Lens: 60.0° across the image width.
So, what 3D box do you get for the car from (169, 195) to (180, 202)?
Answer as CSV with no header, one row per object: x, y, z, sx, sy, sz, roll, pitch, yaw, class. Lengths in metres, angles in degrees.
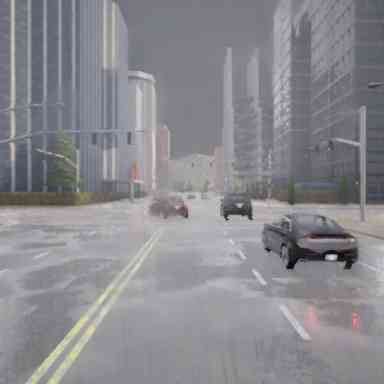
-3.530,1.301,68.445,1.994,1.385,4.181,0,0,0,car

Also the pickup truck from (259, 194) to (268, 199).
16.587,0.768,79.067,2.390,2.098,6.274,0,0,30,pickup truck

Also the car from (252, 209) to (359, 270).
3.550,1.450,10.847,2.128,1.511,4.902,0,0,0,car

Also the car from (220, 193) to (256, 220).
3.552,1.123,27.236,2.150,2.045,5.566,0,1,0,car

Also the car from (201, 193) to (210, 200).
3.463,1.275,83.660,1.895,1.301,4.718,0,0,0,car

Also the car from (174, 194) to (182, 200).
-3.537,1.282,83.969,1.895,1.301,4.718,0,0,0,car

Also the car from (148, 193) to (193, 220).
-2.067,1.249,27.652,2.097,1.767,4.553,0,0,-25,car

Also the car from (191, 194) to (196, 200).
-0.037,1.209,83.323,2.128,1.511,4.902,0,0,0,car

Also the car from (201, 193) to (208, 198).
3.459,1.032,93.615,1.994,1.385,4.181,0,0,0,car
